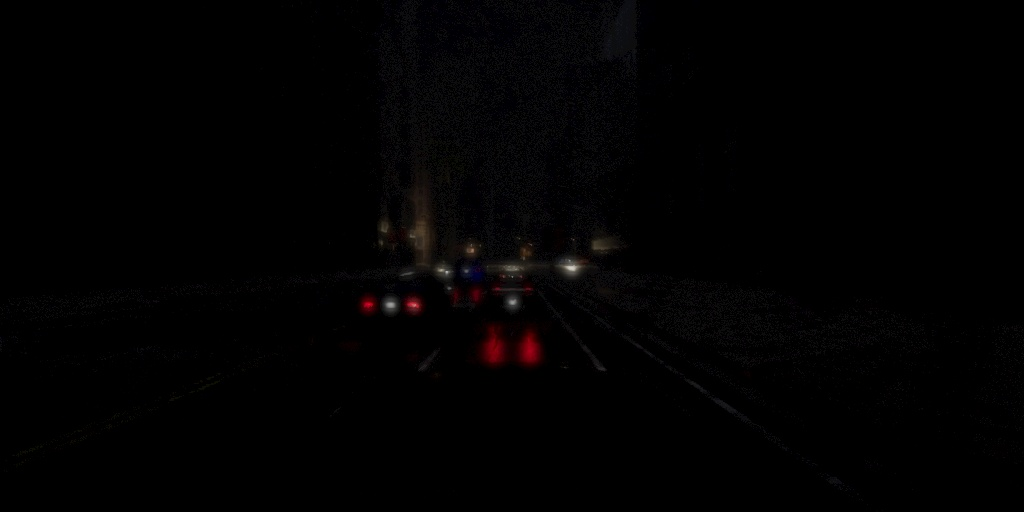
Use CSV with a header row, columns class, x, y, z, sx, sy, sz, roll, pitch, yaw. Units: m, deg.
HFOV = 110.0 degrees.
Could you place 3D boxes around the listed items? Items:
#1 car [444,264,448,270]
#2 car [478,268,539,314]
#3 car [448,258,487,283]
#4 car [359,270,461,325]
class,x,y,z,sx,sy,sz,roll,pitch,yaw
car,-9.805,1.791,58.823,1.994,1.385,4.181,0,0,1
car,0.045,1.346,14.267,2.128,1.511,4.902,0,0,1
car,-3.217,1.191,28.111,2.150,2.045,5.566,0,0,1
car,-3.228,1.383,12.083,2.033,1.411,5.357,0,0,0
